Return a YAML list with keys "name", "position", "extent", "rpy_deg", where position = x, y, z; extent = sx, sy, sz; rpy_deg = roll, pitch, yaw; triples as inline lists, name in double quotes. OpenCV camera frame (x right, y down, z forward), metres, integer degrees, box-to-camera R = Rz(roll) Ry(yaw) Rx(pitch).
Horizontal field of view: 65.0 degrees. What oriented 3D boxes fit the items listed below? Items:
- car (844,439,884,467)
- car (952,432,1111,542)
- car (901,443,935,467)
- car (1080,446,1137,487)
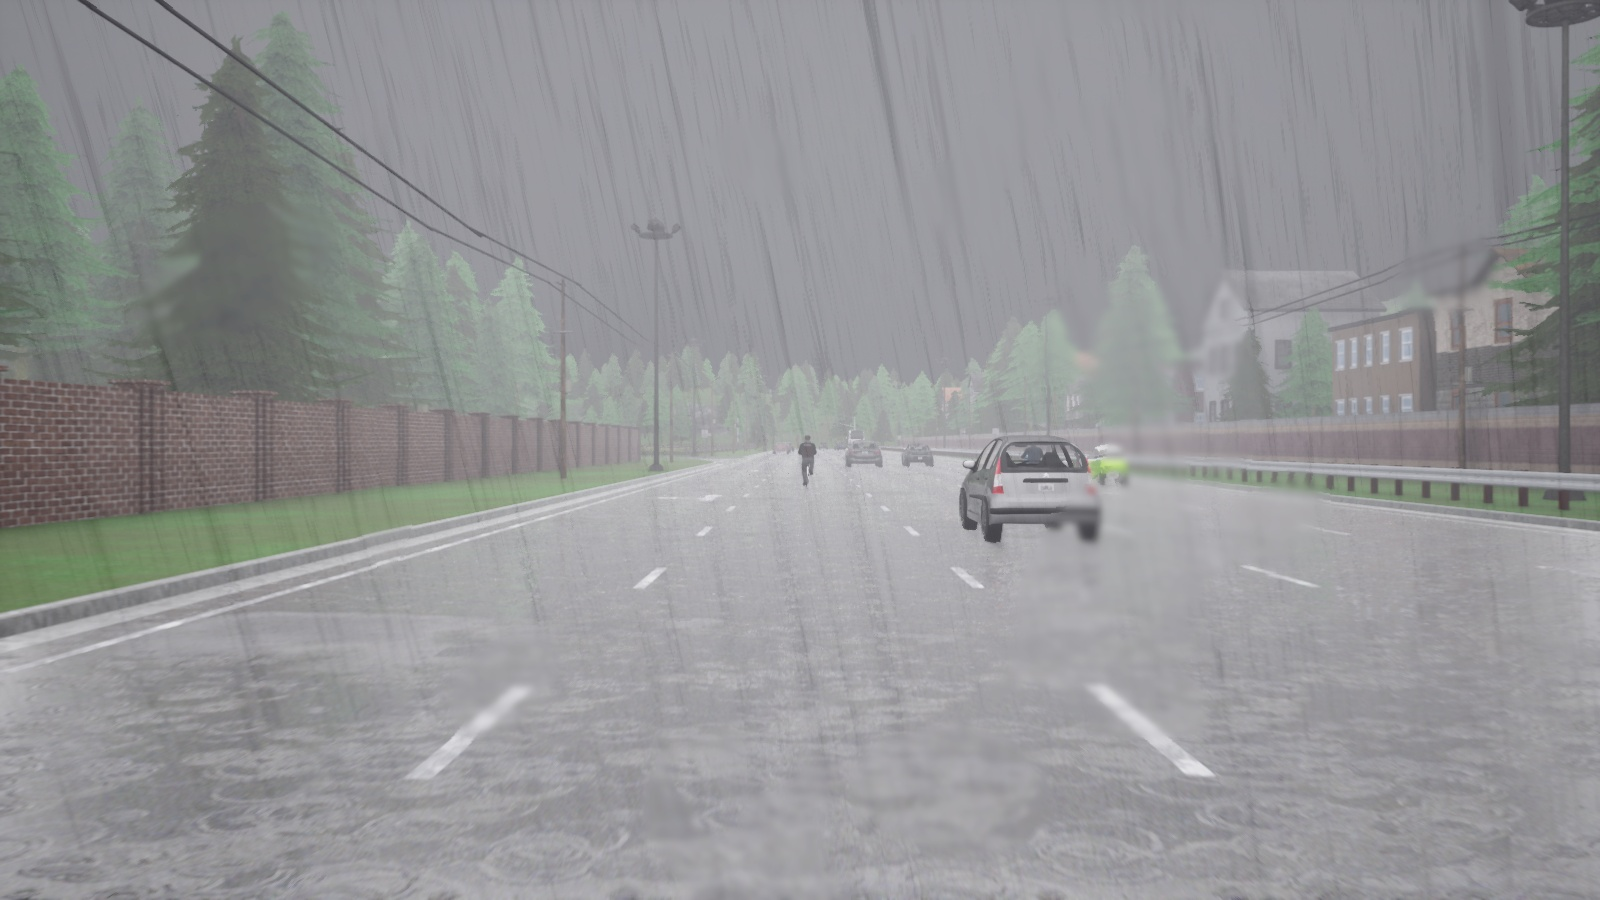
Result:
- name: "car"
  position: [3.963, 0.152, 78.358]
  extent: [2.242, 1.667, 4.611]
  rpy_deg: [0, 0, 0]
- name: "car"
  position: [3.632, 0.533, 20.377]
  extent: [1.851, 1.617, 3.988]
  rpy_deg: [0, 0, 0]
- name: "car"
  position: [7.472, 0.315, 79.979]
  extent: [1.816, 1.474, 4.193]
  rpy_deg: [0, 0, 0]
- name: "car"
  position: [10.766, 0.562, 43.915]
  extent: [1.481, 1.376, 2.207]
  rpy_deg: [0, 1, 0]
